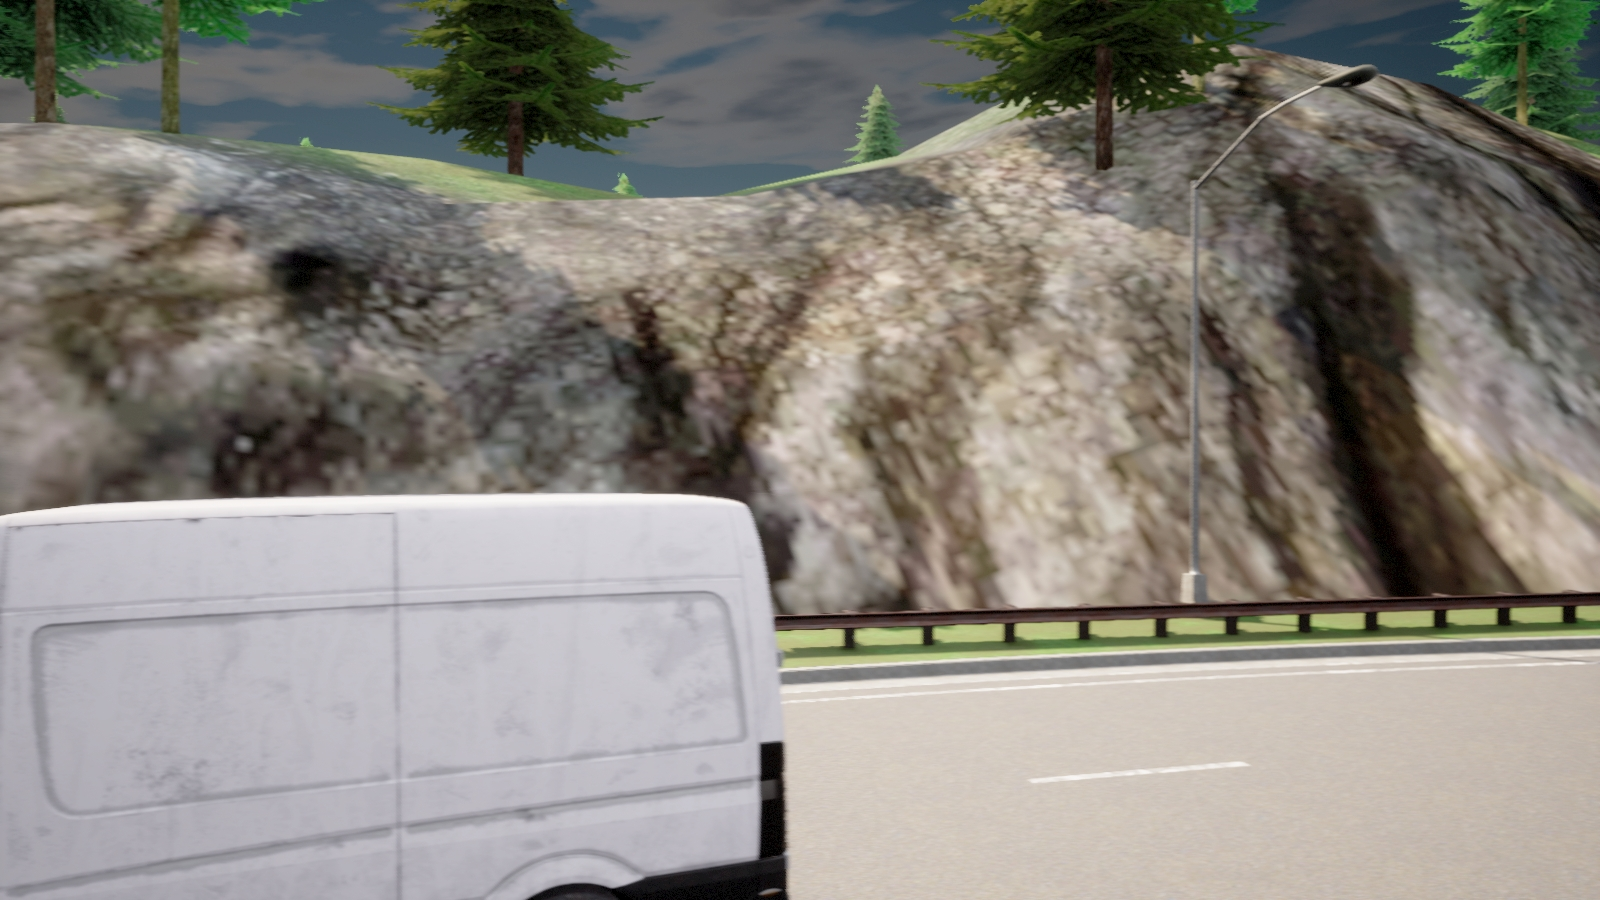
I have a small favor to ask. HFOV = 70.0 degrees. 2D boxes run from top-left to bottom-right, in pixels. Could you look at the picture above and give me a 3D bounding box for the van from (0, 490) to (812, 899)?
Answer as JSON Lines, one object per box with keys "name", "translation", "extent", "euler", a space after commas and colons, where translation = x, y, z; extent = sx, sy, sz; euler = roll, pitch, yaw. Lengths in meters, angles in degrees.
{"name": "van", "translation": [-3.061, 1.533, 5.633], "extent": [5.915, 2.561, 1.988], "euler": [0, -1, -21]}
